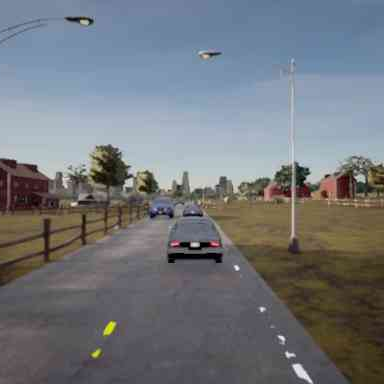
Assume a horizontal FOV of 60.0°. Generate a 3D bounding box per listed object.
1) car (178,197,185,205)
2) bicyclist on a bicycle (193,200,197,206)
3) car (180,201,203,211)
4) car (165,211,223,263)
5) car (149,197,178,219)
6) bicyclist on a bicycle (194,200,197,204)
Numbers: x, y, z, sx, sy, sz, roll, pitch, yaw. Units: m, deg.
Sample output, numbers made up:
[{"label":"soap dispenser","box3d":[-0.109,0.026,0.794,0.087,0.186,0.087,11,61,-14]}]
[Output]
[{"label":"car","box3d":[-2.755,2.109,73.184,2.150,2.045,5.566,0,-1,0]},{"label":"bicyclist on a bicycle","box3d":[0.747,2.655,81.800,0.866,1.612,1.509,0,-1,0]},{"label":"car","box3d":[0.094,1.898,33.378,1.994,1.385,4.181,0,-1,0]},{"label":"car","box3d":[0.092,1.637,12.342,2.033,1.411,5.357,0,-1,0]},{"label":"car","box3d":[-2.851,1.547,32.795,2.150,2.045,5.566,0,-1,0]},{"label":"bicyclist on a bicycle","box3d":[0.752,2.470,72.803,0.582,1.620,1.656,0,-2,0]}]
